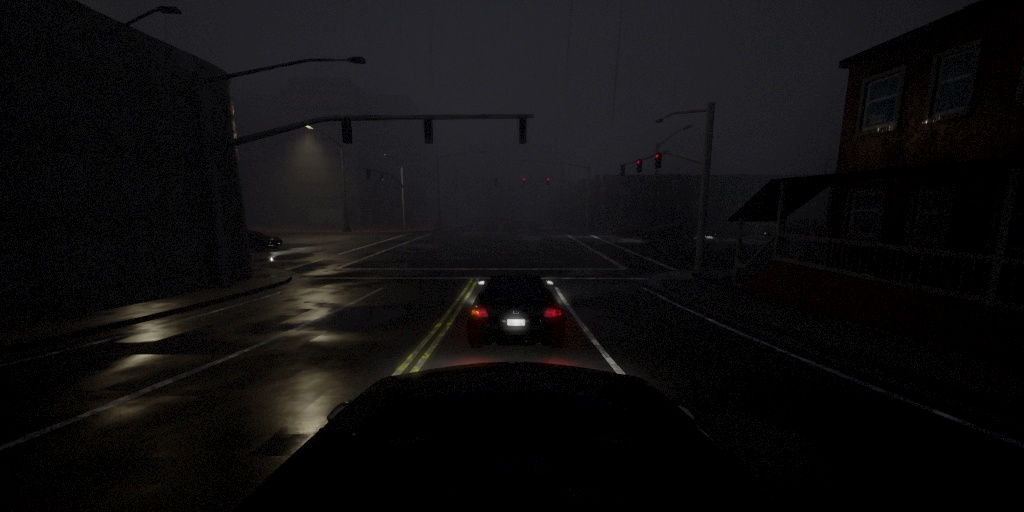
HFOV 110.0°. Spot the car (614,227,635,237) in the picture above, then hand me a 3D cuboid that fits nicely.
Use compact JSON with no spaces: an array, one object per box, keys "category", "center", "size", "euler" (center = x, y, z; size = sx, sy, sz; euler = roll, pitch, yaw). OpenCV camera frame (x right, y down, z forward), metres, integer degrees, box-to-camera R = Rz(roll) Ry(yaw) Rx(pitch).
[{"category":"car","center":[13.218,-2.641,37.391],"size":[4.718,1.301,1.895],"euler":[0,8,0]}]

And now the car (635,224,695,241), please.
[{"category":"car","center":[14.634,-2.221,33.891],"size":[4.892,1.490,1.837],"euler":[1,8,0]}]

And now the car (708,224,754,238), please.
[{"category":"car","center":[22.771,-2.671,37.311],"size":[4.181,1.385,1.994],"euler":[0,8,0]}]

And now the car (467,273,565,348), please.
[{"category":"car","center":[0.094,1.090,8.695],"size":[1.994,1.385,4.181],"euler":[0,3,0]}]

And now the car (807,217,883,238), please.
[{"category":"car","center":[34.367,-3.003,37.177],"size":[5.566,2.045,2.150],"euler":[0,8,1]}]

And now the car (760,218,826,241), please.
[{"category":"car","center":[26.670,-2.498,33.770],"size":[5.566,2.045,2.150],"euler":[0,8,1]}]

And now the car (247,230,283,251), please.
[{"category":"car","center":[-19.959,-1.188,26.980],"size":[4.892,1.490,1.837],"euler":[0,8,1]}]
